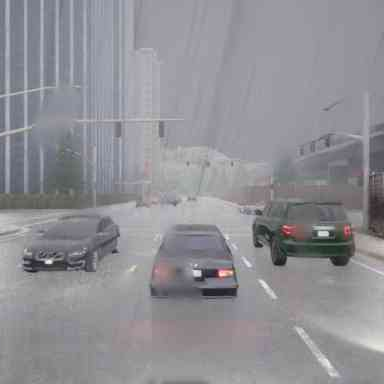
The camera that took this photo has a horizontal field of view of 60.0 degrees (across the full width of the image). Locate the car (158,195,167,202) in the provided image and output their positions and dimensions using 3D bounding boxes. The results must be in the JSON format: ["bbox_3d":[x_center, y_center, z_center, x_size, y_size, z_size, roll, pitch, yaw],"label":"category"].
[{"bbox_3d":[-6.961,1.516,78.269,1.812,1.442,4.674,0,0,0],"label":"car"}]

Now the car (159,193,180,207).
[{"bbox_3d":[-3.561,1.221,52.829,2.150,2.045,5.566,0,0,0],"label":"car"}]

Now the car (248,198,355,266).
[{"bbox_3d":[3.577,1.221,11.674,2.150,2.045,5.566,0,0,1],"label":"car"}]

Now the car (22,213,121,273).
[{"bbox_3d":[-3.588,1.505,10.775,1.837,1.490,4.892,0,0,0],"label":"car"}]

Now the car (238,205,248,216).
[{"bbox_3d":[6.776,1.555,32.226,4.674,1.442,1.812,0,0,0],"label":"car"}]

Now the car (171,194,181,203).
[{"bbox_3d":[-3.464,1.355,72.558,2.097,1.767,4.553,0,0,0],"label":"car"}]

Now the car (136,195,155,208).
[{"bbox_3d":[-7.067,1.504,48.902,1.837,1.490,4.892,0,0,0],"label":"car"}]

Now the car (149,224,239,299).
[{"bbox_3d":[0.059,1.547,8.642,2.033,1.411,5.357,0,0,1],"label":"car"}]

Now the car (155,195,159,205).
[{"bbox_3d":[-7.050,1.352,58.094,2.097,1.767,4.553,0,0,0],"label":"car"}]

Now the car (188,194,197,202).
[{"bbox_3d":[0.039,1.355,78.660,2.097,1.767,4.553,0,0,0],"label":"car"}]

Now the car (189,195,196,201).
[{"bbox_3d":[0.045,1.500,88.905,1.837,1.490,4.892,0,0,0],"label":"car"}]

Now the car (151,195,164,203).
[{"bbox_3d":[-6.979,1.491,68.031,2.128,1.511,4.902,0,0,0],"label":"car"}]
